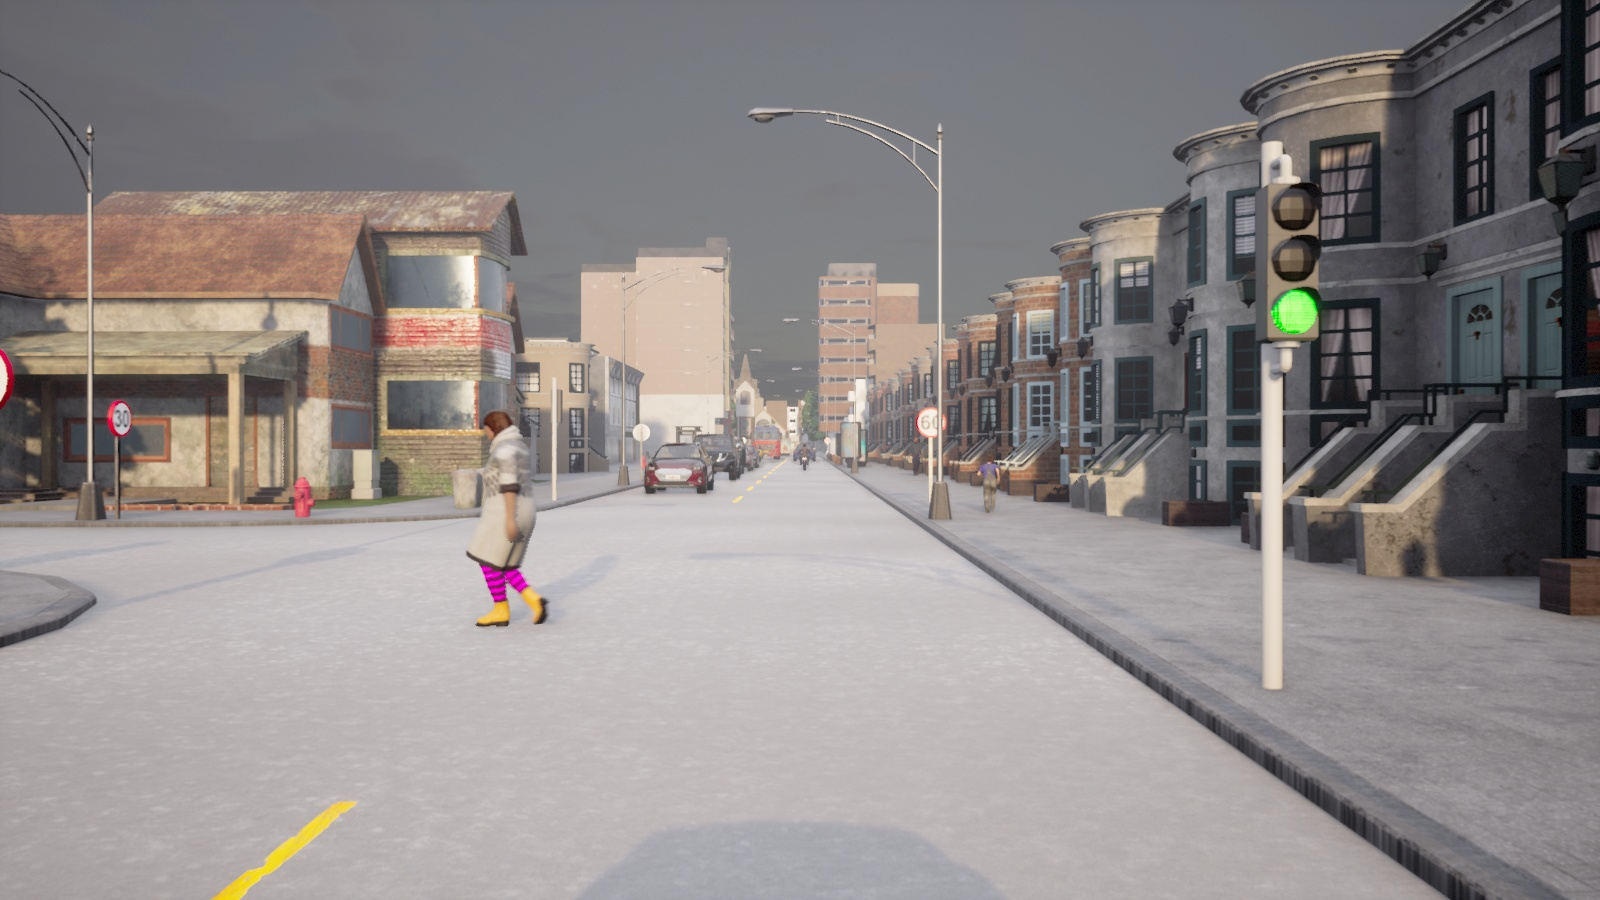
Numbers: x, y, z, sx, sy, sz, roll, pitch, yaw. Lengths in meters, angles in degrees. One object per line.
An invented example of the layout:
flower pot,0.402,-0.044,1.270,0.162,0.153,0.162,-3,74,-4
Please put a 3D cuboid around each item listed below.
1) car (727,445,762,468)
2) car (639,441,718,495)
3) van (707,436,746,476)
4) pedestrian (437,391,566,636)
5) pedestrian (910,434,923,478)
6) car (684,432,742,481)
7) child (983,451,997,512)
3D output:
car,-3.684,0.408,84.624,2.128,1.511,4.902,0,0,0
car,-3.848,0.534,40.565,2.033,1.649,4.856,0,0,0
van,-3.759,0.273,64.926,1.775,1.987,4.442,0,0,0
pedestrian,-2.449,0.505,10.363,0.873,1.952,0.659,0,0,6
pedestrian,5.274,0.264,56.940,0.423,1.949,0.788,0,0,-6
car,-3.797,0.271,55.631,2.150,2.045,5.566,0,0,0
child,3.950,0.650,26.132,0.270,1.263,0.437,0,0,5
